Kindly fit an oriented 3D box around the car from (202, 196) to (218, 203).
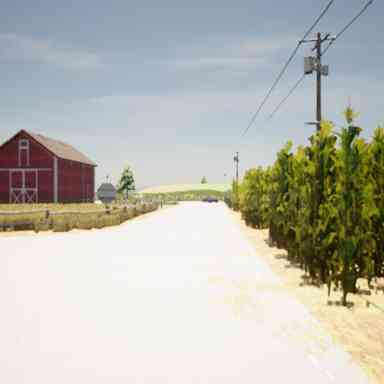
[{"bbox_3d":[3.612,1.495,66.514,1.994,1.385,4.181,0,0,-20],"label":"car"}]
